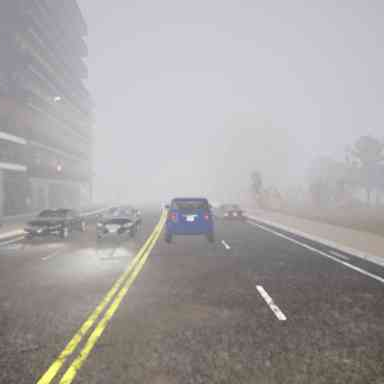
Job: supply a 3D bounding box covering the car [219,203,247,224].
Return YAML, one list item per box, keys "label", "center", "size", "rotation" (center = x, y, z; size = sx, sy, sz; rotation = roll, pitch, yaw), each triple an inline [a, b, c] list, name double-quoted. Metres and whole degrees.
- label: "car"
  center: [2.741, 1.527, 24.647]
  size: [2.033, 1.411, 5.357]
  rotation: [0, 0, -3]

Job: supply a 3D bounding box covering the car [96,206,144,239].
- label: "car"
  center: [-3.681, 1.498, 17.555]
  size: [2.128, 1.511, 4.902]
  rotation: [0, 0, -2]

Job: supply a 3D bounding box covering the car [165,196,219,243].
- label: "car"
  center: [-0.160, 1.216, 16.357]
  size: [2.150, 2.045, 5.566]
  rotation: [0, 0, -2]

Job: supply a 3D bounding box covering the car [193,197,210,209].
- label: "car"
  center: [1.233, 1.489, 45.333]
  size: [1.812, 1.442, 4.674]
  rotation: [0, 0, -5]

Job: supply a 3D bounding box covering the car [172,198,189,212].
- label: "car"
  center: [-1.421, 1.506, 38.694]
  size: [1.812, 1.442, 4.674]
  rotation: [0, 0, -5]

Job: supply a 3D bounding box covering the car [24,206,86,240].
- label: "car"
  center: [-6.922, 1.523, 17.299]
  size: [1.837, 1.490, 4.892]
  rotation: [0, 0, -2]
